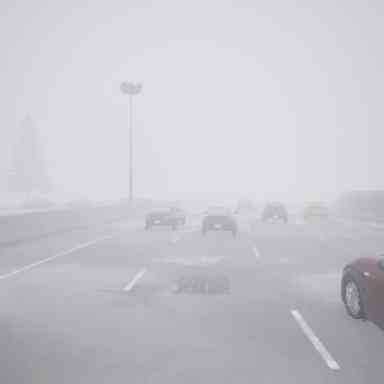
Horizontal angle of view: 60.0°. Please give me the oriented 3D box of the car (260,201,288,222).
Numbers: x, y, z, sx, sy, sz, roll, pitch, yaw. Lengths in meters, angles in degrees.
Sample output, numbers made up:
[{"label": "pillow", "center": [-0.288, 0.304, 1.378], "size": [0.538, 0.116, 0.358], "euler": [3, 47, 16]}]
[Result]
[{"label": "car", "center": [6.514, 1.508, 26.432], "size": [1.837, 1.490, 4.892], "euler": [0, 0, 12]}]

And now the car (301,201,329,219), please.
[{"label": "car", "center": [10.741, 1.491, 29.341], "size": [1.882, 1.535, 5.008], "euler": [0, 0, 13]}]

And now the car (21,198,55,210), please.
[{"label": "car", "center": [-18.955, 1.480, 40.979], "size": [1.994, 1.385, 4.181], "euler": [0, 0, 15]}]

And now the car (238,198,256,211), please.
[{"label": "car", "center": [6.563, 1.499, 40.447], "size": [1.837, 1.490, 4.892], "euler": [0, 0, 17]}]

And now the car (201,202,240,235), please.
[{"label": "car", "center": [1.617, 1.519, 18.843], "size": [1.812, 1.442, 4.674], "euler": [0, 0, 8]}]

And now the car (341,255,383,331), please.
[{"label": "car", "center": [3.805, 1.361, 4.429], "size": [2.097, 1.767, 4.553], "euler": [0, 0, 2]}]

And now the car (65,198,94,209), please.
[{"label": "car", "center": [-14.657, 1.492, 43.387], "size": [1.994, 1.385, 4.181], "euler": [0, 0, 17]}]

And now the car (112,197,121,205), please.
[{"label": "car", "center": [-9.602, 1.430, 47.880], "size": [2.128, 1.511, 4.902], "euler": [0, 0, 19]}]

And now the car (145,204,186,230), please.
[{"label": "car", "center": [-1.599, 1.507, 20.947], "size": [1.812, 1.442, 4.674], "euler": [0, 0, 9]}]

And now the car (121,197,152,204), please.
[{"label": "car", "center": [-7.016, 1.441, 44.491], "size": [2.128, 1.511, 4.902], "euler": [0, 0, 17]}]
